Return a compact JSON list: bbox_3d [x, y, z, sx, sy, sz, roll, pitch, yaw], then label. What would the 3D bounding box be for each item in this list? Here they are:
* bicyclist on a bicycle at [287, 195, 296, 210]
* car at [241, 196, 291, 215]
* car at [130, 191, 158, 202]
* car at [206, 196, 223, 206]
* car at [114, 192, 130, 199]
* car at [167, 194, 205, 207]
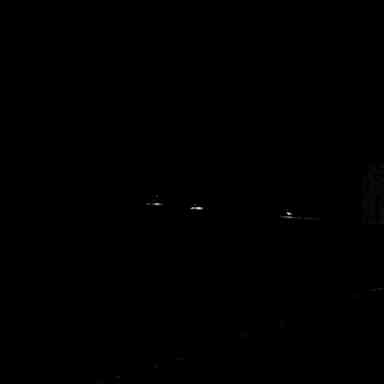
[{"bbox_3d":[10.265,1.137,34.393,1.656,1.620,0.582,0,1,-35],"label":"bicyclist on a bicycle"},{"bbox_3d":[6.473,1.164,29.383,2.128,1.511,4.902,1,1,-35],"label":"car"},{"bbox_3d":[-6.703,0.648,48.419,2.097,1.767,4.553,1,0,-34],"label":"car"},{"bbox_3d":[1.654,1.093,41.488,1.895,1.301,4.718,1,1,-35],"label":"car"},{"bbox_3d":[-13.130,0.637,62.807,1.994,1.385,4.181,1,0,-35],"label":"car"},{"bbox_3d":[-1.044,1.005,40.210,2.033,1.411,5.357,1,1,-35],"label":"car"}]
